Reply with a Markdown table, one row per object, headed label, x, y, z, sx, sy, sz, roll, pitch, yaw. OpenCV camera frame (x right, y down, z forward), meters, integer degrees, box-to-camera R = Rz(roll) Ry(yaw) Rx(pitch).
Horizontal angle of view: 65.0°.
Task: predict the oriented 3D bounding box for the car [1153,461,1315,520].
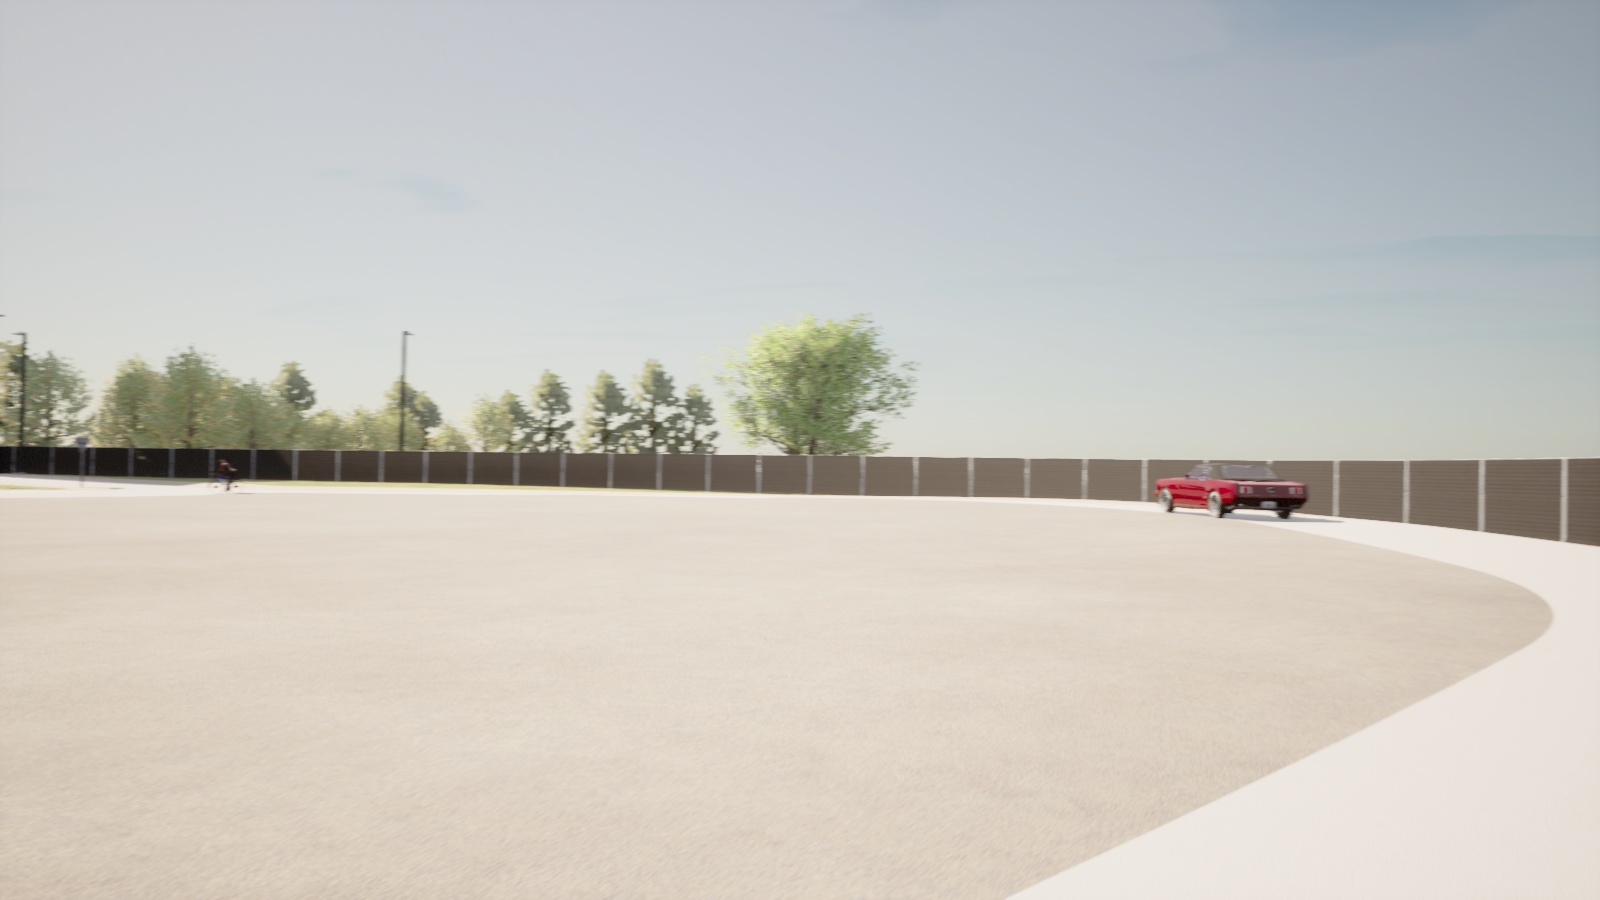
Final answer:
| label | x | y | z | sx | sy | sz | roll | pitch | yaw |
| --- | --- | --- | --- | --- | --- | --- | --- | --- | --- |
| car | 10.494 | 0.934 | 30.769 | 1.895 | 1.301 | 4.718 | 1 | -1 | -7 |

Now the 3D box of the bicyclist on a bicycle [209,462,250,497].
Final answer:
| label | x | y | z | sx | sy | sz | roll | pitch | yaw |
| --- | --- | --- | --- | --- | --- | --- | --- | --- | --- |
| bicyclist on a bicycle | -26.826 | 1.384 | 59.061 | 1.656 | 1.620 | 0.582 | -1 | 0 | 0 |
